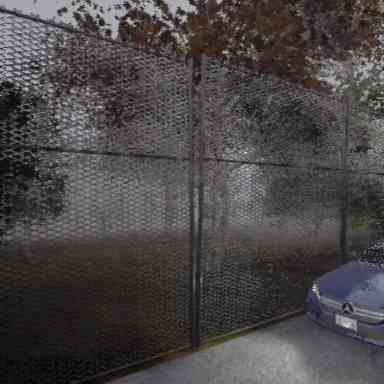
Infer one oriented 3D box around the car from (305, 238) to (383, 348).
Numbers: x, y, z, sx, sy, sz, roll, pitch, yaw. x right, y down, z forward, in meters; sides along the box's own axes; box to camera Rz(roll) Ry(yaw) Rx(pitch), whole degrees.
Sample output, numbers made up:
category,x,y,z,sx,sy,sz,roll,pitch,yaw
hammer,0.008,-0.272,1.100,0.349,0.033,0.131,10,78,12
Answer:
category,x,y,z,sx,sy,sz,roll,pitch,yaw
car,4.020,1.541,5.930,4.674,1.442,1.812,0,0,-35
